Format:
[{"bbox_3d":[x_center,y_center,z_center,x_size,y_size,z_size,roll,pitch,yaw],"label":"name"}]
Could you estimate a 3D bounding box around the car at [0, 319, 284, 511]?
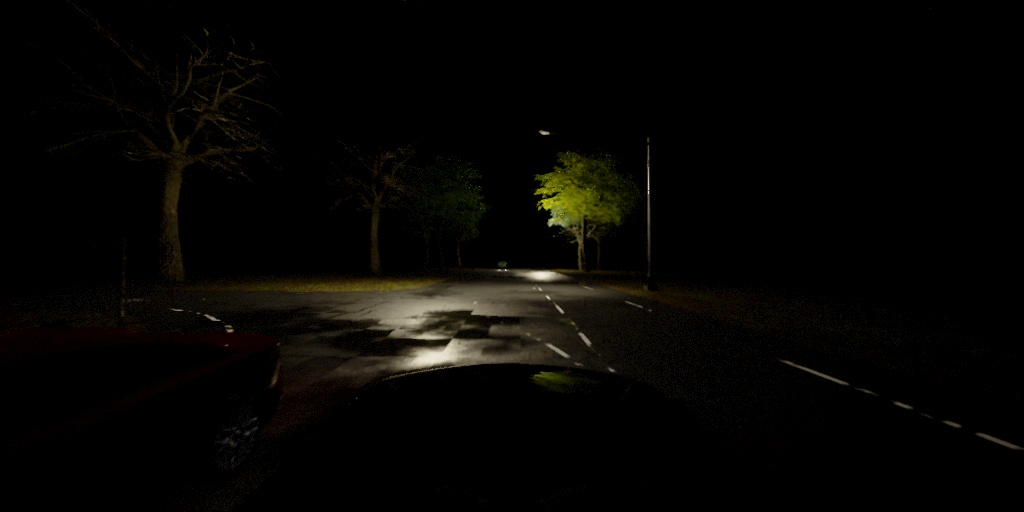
[{"bbox_3d":[-3.483,1.243,1.898,1.882,1.535,5.008,0,-1,0],"label":"car"}]
